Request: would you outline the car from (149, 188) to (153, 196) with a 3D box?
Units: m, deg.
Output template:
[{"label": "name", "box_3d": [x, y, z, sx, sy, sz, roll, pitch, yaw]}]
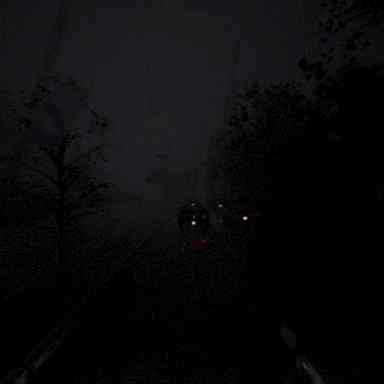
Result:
[{"label": "car", "box_3d": [-13.810, 0.545, 89.086, 5.008, 1.535, 2.097, -1, 2, -20]}]

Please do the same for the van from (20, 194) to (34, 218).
[{"label": "van", "box_3d": [-13.755, 1.175, 23.175, 4.442, 1.987, 1.878, -1, 0, -20]}]

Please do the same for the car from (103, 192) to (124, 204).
[{"label": "car", "box_3d": [-13.815, 1.164, 53.069, 4.792, 1.488, 2.163, -1, 0, -20]}]

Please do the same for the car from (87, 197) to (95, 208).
[{"label": "car", "box_3d": [-13.846, 1.310, 38.046, 4.674, 1.452, 2.002, -1, 1, -20]}]

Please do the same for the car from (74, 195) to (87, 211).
[{"label": "car", "box_3d": [-13.825, 1.170, 35.072, 4.553, 1.767, 2.185, -1, 1, -20]}]

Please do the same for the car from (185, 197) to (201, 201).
[{"label": "car", "box_3d": [0.101, 1.290, 39.703, 1.812, 1.442, 4.674, 0, 1, 0]}]

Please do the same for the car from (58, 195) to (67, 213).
[{"label": "car", "box_3d": [-13.850, 1.351, 29.099, 4.892, 1.521, 2.231, -1, 1, -20]}]

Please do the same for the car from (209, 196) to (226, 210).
[{"label": "car", "box_3d": [3.101, 1.258, 38.664, 1.837, 1.490, 4.892, 0, 0, 0]}]

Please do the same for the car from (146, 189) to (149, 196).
[{"label": "car", "box_3d": [-13.853, 0.562, 83.074, 4.553, 1.767, 2.185, -1, 1, -20]}]

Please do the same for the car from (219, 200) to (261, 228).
[{"label": "car", "box_3d": [3.101, 1.487, 21.435, 1.994, 1.385, 4.181, 0, 0, 0]}]

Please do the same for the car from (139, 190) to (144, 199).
[{"label": "car", "box_3d": [-13.657, 0.916, 71.138, 5.366, 1.575, 1.946, -1, 1, -20]}]

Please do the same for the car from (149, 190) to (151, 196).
[{"label": "car", "box_3d": [-13.821, 0.658, 86.088, 4.674, 1.452, 2.002, -1, 1, -20]}]

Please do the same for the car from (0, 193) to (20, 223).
[{"label": "car", "box_3d": [-13.892, 1.178, 20.132, 5.566, 2.045, 2.435, -1, 1, -20]}]

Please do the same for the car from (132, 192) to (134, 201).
[{"label": "car", "box_3d": [-13.839, 1.086, 62.066, 4.674, 1.452, 2.002, -1, 0, -20]}]

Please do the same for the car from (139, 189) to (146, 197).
[{"label": "car", "box_3d": [-13.856, 0.620, 74.061, 5.566, 2.045, 2.435, -1, 1, -20]}]

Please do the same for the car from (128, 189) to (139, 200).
[{"label": "car", "box_3d": [-13.810, 0.761, 65.082, 5.566, 2.045, 2.435, -1, 0, -20]}]

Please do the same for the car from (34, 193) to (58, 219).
[{"label": "car", "box_3d": [-13.837, 1.125, 26.128, 5.566, 2.045, 2.435, -1, 0, -20]}]

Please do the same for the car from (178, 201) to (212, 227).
[{"label": "car", "box_3d": [0.101, 1.519, 22.004, 1.895, 1.301, 4.718, 0, 1, 0]}]

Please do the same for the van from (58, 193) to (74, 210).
[{"label": "van", "box_3d": [-13.966, 1.099, 32.036, 4.442, 1.987, 1.878, -1, 1, -20]}]

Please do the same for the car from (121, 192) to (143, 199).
[{"label": "car", "box_3d": [-13.851, 0.844, 77.065, 4.792, 1.488, 2.163, -1, 1, -20]}]

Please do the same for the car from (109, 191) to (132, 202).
[{"label": "car", "box_3d": [-14.009, 1.079, 58.993, 5.366, 1.575, 1.946, -1, 1, -20]}]

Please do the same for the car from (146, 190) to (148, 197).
[{"label": "car", "box_3d": [-13.825, 0.796, 80.089, 4.674, 1.452, 2.002, -1, 1, -20]}]

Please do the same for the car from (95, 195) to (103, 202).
[{"label": "car", "box_3d": [-13.823, 1.272, 41.064, 4.792, 1.488, 2.163, -1, 0, -20]}]
